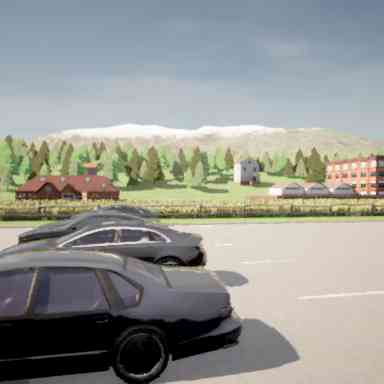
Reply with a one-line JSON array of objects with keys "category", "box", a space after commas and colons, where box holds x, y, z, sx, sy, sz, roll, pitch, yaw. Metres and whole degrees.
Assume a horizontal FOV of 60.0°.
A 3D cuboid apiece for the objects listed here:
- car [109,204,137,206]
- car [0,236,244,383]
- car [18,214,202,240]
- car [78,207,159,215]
[{"category": "car", "box": [-4.220, 1.449, 18.289, 4.892, 1.490, 1.837, 0, 0, -12]}, {"category": "car", "box": [-2.067, 1.531, 4.440, 5.357, 1.411, 2.033, 0, 0, -12]}, {"category": "car", "box": [-2.056, 1.467, 8.015, 4.902, 1.511, 2.128, 0, 0, -12]}, {"category": "car", "box": [-3.178, 1.442, 11.358, 5.008, 1.535, 1.882, 0, 0, -12]}]
